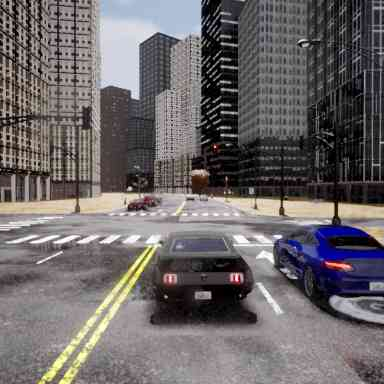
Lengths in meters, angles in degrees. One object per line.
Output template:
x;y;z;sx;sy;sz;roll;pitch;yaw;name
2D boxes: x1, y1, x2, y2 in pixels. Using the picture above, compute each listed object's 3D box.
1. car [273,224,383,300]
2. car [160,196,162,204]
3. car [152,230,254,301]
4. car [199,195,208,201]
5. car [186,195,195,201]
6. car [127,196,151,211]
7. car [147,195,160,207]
3.354;1.523;8.254;1.812;1.442;4.674;0;0;1;car
-6.502;1.416;60.890;2.128;1.511;4.902;0;0;0;car
0.111;1.598;8.286;1.895;1.301;4.718;0;0;-3;car
2.822;1.396;80.556;1.812;1.442;4.674;0;0;-4;car
-0.427;1.469;80.443;1.895;1.301;4.718;0;0;-4;car
-6.535;1.530;40.350;1.994;1.385;4.181;0;0;0;car
-6.520;1.299;50.599;2.097;1.767;4.553;0;0;0;car
